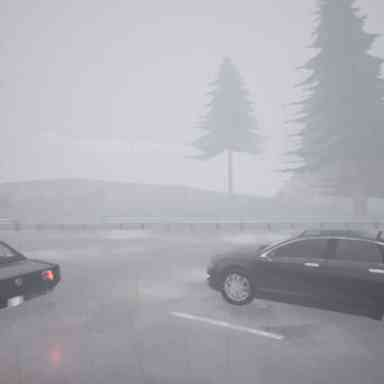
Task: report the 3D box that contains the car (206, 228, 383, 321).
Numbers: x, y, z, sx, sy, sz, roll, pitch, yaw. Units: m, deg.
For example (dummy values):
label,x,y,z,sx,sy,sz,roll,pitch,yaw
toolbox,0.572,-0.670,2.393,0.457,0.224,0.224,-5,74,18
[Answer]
label,x,y,z,sx,sy,sz,roll,pitch,yaw
car,2.584,1.463,6.404,4.892,1.490,1.837,0,0,34

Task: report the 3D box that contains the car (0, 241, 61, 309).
label,x,y,z,sx,sy,sz,roll,pitch,yaw
car,-5.082,1.672,6.918,4.718,1.301,1.895,-1,0,28
